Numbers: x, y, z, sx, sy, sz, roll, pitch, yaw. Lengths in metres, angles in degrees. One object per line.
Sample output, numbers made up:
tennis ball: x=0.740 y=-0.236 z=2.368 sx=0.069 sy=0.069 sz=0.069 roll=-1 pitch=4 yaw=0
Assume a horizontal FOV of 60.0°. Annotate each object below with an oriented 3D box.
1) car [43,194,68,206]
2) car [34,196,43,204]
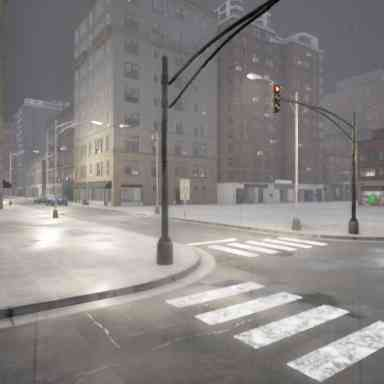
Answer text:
car: x=-19.624 y=1.119 z=48.205 sx=2.097 sy=1.767 sz=4.553 roll=0 pitch=0 yaw=-36
car: x=-25.417 y=1.287 z=56.319 sx=1.994 sy=1.385 sz=4.181 roll=0 pitch=0 yaw=-36
